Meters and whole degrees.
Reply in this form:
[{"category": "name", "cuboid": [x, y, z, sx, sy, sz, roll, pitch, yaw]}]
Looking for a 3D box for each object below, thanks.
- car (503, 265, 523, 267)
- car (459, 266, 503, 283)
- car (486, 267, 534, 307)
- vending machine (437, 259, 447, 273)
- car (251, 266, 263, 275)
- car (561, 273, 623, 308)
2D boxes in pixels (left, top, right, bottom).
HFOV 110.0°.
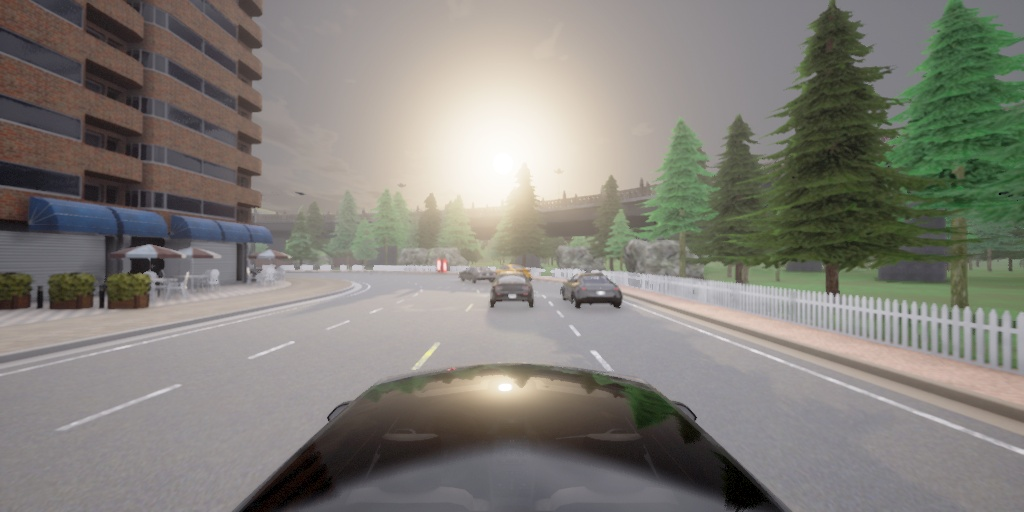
[{"category": "car", "cuboid": [-0.107, 1.525, 33.055, 1.882, 1.535, 5.008, 0, 0, -27]}, {"category": "car", "cuboid": [-3.039, 1.576, 31.152, 2.033, 1.411, 5.357, 0, -1, -25]}, {"category": "car", "cuboid": [-0.036, 1.413, 16.222, 1.812, 1.442, 4.674, 0, 0, -1]}, {"category": "vending machine", "cuboid": [-9.747, 1.402, 49.877, 0.880, 2.100, 1.100, 0, 0, 34]}, {"category": "car", "cuboid": [-34.450, 1.680, 45.578, 4.892, 1.490, 1.837, 0, -1, 0]}, {"category": "car", "cuboid": [3.465, 1.451, 16.160, 1.994, 1.385, 4.181, 0, -1, -1]}]
